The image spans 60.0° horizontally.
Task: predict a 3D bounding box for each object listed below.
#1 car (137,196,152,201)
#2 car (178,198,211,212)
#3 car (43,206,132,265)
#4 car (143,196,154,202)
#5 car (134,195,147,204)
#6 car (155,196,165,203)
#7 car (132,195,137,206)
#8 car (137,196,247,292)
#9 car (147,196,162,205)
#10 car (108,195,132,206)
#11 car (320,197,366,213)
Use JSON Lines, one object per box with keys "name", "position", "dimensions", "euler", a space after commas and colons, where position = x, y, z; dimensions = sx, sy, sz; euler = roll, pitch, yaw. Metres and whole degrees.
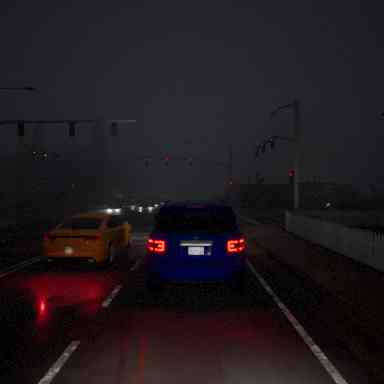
{"name": "car", "position": [-6.927, 1.526, 51.649], "dimensions": [1.812, 1.442, 4.674], "euler": [0, 0, 0]}
{"name": "car", "position": [0.257, 1.547, 41.177], "dimensions": [2.033, 1.411, 5.357], "euler": [0, 0, -24]}
{"name": "car", "position": [-3.389, 1.478, 11.686], "dimensions": [1.882, 1.535, 5.008], "euler": [0, 0, 0]}
{"name": "car", "position": [-10.267, 1.594, 78.649], "dimensions": [1.895, 1.301, 4.718], "euler": [0, 0, 0]}
{"name": "car", "position": [-10.319, 1.477, 66.957], "dimensions": [1.882, 1.535, 5.008], "euler": [0, 0, 0]}
{"name": "car", "position": [-6.789, 1.524, 71.176], "dimensions": [1.812, 1.442, 4.674], "euler": [0, 0, 0]}
{"name": "car", "position": [-10.416, 1.352, 56.178], "dimensions": [2.097, 1.767, 4.553], "euler": [0, 0, 0]}
{"name": "car", "position": [0.089, 1.221, 9.061], "dimensions": [2.150, 2.045, 5.566], "euler": [0, 0, 0]}
{"name": "car", "position": [-6.885, 1.547, 61.238], "dimensions": [2.033, 1.411, 5.357], "euler": [0, 0, 1]}
{"name": "car", "position": [-10.454, 1.491, 47.050], "dimensions": [2.128, 1.511, 4.902], "euler": [0, 0, 0]}
{"name": "car", "position": [16.360, 1.352, 36.231], "dimensions": [4.553, 1.767, 2.097], "euler": [0, 0, -1]}
